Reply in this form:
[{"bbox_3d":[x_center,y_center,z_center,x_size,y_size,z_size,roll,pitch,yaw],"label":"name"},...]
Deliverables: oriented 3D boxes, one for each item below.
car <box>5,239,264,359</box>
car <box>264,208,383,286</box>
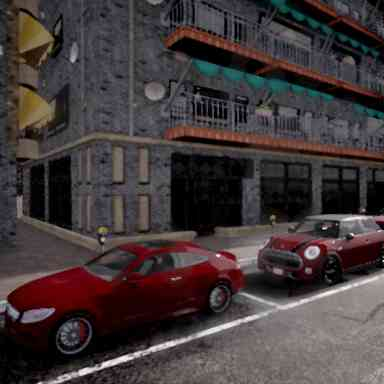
[{"bbox_3d":[-0.906,1.562,5.907,4.206,1.307,1.802,-1,1,-35],"label":"car"},{"bbox_3d":[3.703,1.376,9.194,4.097,1.590,1.967,-1,1,-35],"label":"car"}]
